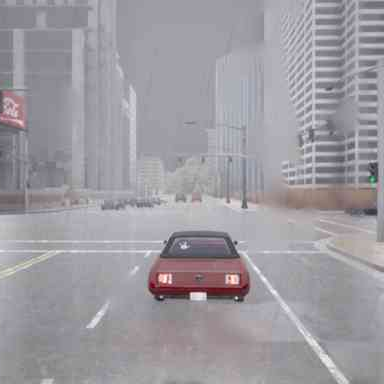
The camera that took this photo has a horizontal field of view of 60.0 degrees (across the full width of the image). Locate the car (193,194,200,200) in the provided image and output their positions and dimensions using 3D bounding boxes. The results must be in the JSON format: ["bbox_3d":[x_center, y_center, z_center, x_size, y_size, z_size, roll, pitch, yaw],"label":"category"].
[{"bbox_3d":[1.162,1.351,83.981,1.812,1.442,4.674,0,0,1],"label":"car"}]

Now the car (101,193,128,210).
[{"bbox_3d":[-10.022,1.351,42.408,2.097,1.767,4.553,0,0,1],"label":"car"}]

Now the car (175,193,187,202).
[{"bbox_3d":[-2.487,1.214,73.360,2.150,2.045,5.566,0,0,1],"label":"car"}]

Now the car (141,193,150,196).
[{"bbox_3d":[-9.584,1.545,67.294,2.033,1.411,5.357,0,0,1],"label":"car"}]

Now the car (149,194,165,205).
[{"bbox_3d":[-6.313,1.562,56.790,1.994,1.385,4.181,0,0,0],"label":"car"}]

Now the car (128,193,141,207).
[{"bbox_3d":[-9.868,1.220,51.991,2.150,2.045,5.566,0,0,1],"label":"car"}]

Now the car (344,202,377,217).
[{"bbox_3d":[16.532,1.600,30.367,4.718,1.301,1.895,0,0,1],"label":"car"}]

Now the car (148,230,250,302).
[{"bbox_3d":[0.211,1.601,8.239,1.895,1.301,4.718,0,0,2],"label":"car"}]

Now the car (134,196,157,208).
[{"bbox_3d":[-6.460,1.599,46.788,1.895,1.301,4.718,0,0,1],"label":"car"}]

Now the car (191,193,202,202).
[{"bbox_3d":[1.012,1.214,73.311,2.150,2.045,5.566,0,0,1],"label":"car"}]

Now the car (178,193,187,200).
[{"bbox_3d":[-2.338,1.182,84.000,2.097,1.767,4.553,0,0,1],"label":"car"}]

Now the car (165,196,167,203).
[{"bbox_3d":[-6.094,1.475,67.238,1.882,1.535,5.008,0,0,1],"label":"car"}]
